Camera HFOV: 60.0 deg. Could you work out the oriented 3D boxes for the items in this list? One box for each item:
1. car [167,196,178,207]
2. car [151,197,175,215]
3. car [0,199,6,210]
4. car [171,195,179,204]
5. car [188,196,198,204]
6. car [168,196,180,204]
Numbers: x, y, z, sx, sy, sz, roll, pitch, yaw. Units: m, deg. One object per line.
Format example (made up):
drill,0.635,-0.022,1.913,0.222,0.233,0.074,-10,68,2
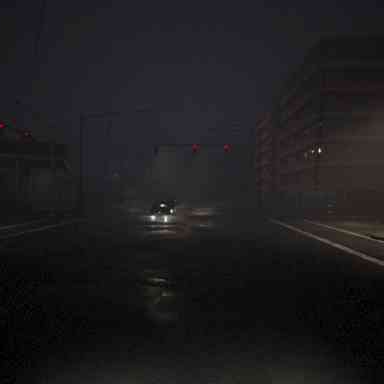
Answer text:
car,-3.256,1.564,43.942,1.994,1.385,4.181,0,0,0
car,-3.174,1.547,34.701,2.033,1.411,5.357,0,0,-1
car,-24.053,1.456,38.905,3.806,1.475,1.970,0,0,1
car,-3.331,1.352,52.538,2.097,1.767,4.553,0,0,0
car,0.248,1.526,64.987,1.812,1.442,4.674,0,0,0
car,-3.393,1.564,62.555,1.994,1.385,4.181,0,0,0
